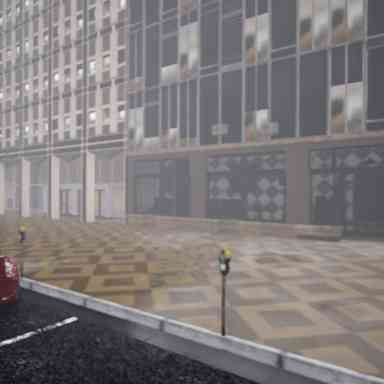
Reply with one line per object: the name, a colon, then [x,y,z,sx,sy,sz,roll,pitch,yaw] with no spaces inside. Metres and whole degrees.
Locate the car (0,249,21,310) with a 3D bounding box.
car: [-5.255,1.460,6.612,4.097,1.590,1.967,0,0,36]
